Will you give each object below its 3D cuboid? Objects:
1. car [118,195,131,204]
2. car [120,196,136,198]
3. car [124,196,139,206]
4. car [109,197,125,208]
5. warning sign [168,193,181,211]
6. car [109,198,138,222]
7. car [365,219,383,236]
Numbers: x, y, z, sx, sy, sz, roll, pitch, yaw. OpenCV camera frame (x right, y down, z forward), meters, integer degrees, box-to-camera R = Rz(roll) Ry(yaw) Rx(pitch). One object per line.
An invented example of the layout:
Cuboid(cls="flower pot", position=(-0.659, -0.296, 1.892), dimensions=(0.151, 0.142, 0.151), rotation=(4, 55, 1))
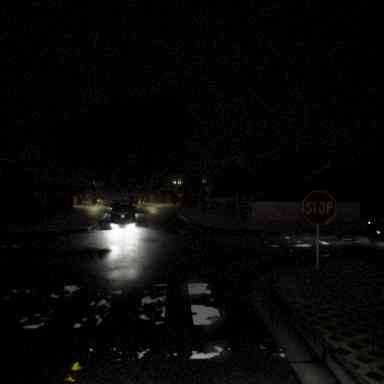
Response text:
Cuboid(cls="car", position=(-13.340, 1.446, 65.757), dimensions=(2.128, 1.511, 4.902), rotation=(0, 0, -16))
Cuboid(cls="car", position=(-7.567, 1.464, 36.642), dimensions=(1.882, 1.535, 5.008), rotation=(0, 0, -14))
Cuboid(cls="car", position=(-10.197, 1.462, 55.941), dimensions=(1.837, 1.490, 4.892), rotation=(0, 0, -17))
Cuboid(cls="car", position=(-11.210, 1.543, 49.705), dimensions=(1.994, 1.385, 4.181), rotation=(0, 0, -18))
Cuboid(cls="warning sign", position=(-1.942, 1.075, 36.738), dimensions=(1.300, 1.860, 1.060), rotation=(1, 1, -13))
Cuboid(cls="car", position=(-5.423, 1.482, 26.341), dimensions=(2.128, 1.511, 4.902), rotation=(0, 0, -10))
Cuboid(cls="car", position=(11.424, 1.715, 16.963), dimensions=(4.718, 1.301, 1.895), rotation=(1, 1, -12))
